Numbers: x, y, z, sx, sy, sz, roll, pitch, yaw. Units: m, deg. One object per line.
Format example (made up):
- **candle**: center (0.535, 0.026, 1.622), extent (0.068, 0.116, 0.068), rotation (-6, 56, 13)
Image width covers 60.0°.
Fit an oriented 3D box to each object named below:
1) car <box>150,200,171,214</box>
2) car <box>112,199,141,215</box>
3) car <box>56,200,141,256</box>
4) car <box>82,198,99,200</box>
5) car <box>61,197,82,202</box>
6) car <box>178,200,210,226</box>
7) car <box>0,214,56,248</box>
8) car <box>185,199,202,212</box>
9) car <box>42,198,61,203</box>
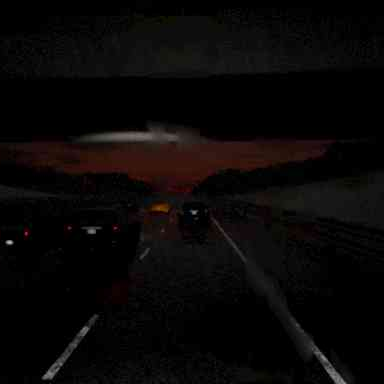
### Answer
- **car**: center (-3.330, 1.549, 35.846), extent (1.882, 1.535, 5.008), rotation (0, 0, 0)
- **car**: center (-6.831, 1.559, 35.473), extent (2.128, 1.511, 4.902), rotation (0, 0, 0)
- **car**: center (-3.375, 1.365, 13.329), extent (2.097, 1.767, 4.553), rotation (0, 0, 0)
- **car**: center (-17.423, 1.762, 59.145), extent (1.895, 1.301, 4.718), rotation (0, 0, 1)
- **car**: center (-20.935, 1.635, 59.047), extent (1.882, 1.535, 5.008), rotation (0, 0, 0)
- **car**: center (0.145, 1.389, 23.681), extent (2.097, 1.767, 4.553), rotation (0, 0, 0)
- **car**: center (-6.873, 1.613, 14.803), extent (1.895, 1.301, 4.718), rotation (0, 0, 0)
- **car**: center (0.180, 1.642, 41.329), extent (2.033, 1.411, 5.357), rotation (0, 0, 0)
- **car**: center (-24.415, 1.752, 58.208), extent (1.895, 1.301, 4.718), rotation (0, 0, 0)
